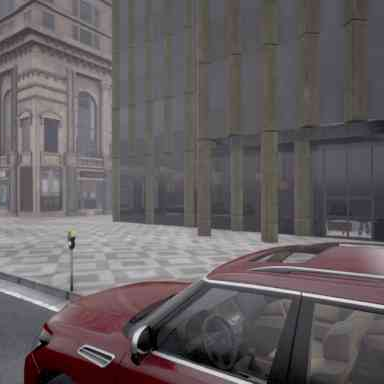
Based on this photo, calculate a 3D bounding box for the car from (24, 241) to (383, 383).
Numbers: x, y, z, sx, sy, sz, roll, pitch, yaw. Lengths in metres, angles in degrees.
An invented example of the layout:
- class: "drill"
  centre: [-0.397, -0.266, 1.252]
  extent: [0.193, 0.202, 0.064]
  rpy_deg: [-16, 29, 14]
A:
- class: "car"
  centre: [0.897, 1.315, 2.333]
  extent: [5.009, 1.841, 2.192]
  rpy_deg: [0, 0, 36]
